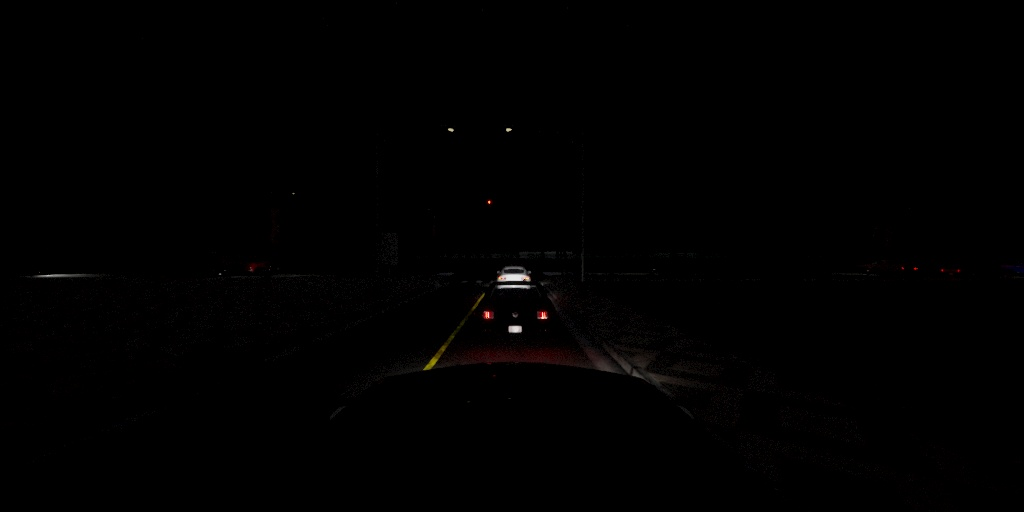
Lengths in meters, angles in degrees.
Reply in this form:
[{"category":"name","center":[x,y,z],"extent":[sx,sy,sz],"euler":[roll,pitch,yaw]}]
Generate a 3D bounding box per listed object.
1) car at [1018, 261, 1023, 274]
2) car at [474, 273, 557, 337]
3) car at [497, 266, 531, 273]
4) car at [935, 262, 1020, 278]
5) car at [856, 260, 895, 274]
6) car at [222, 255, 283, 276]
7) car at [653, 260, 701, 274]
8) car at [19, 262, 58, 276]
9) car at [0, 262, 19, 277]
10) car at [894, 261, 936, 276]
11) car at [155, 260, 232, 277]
[{"category":"car","center":[52.275,1.226,35.887],"extent":[5.008,1.535,1.882],"euler":[0,0,0]},{"category":"car","center":[0.108,1.348,10.237],"extent":[1.895,1.301,4.718],"euler":[0,0,1]},{"category":"car","center":[0.113,1.270,20.221],"extent":[1.812,1.442,4.674],"euler":[0,0,1]},{"category":"car","center":[42.296,1.365,32.672],"extent":[4.718,1.301,1.895],"euler":[0,0,1]},{"category":"car","center":[40.705,1.209,39.294],"extent":[5.008,1.535,1.882],"euler":[0,0,1]},{"category":"car","center":[-26.528,0.947,36.439],"extent":[5.566,2.045,2.150],"euler":[0,0,0]},{"category":"car","center":[18.155,1.222,39.528],"extent":[4.902,1.511,2.128],"euler":[0,0,0]},{"category":"car","center":[-48.827,1.255,36.152],"extent":[4.181,1.385,1.994],"euler":[0,0,-2]},{"category":"car","center":[-49.256,1.319,32.889],"extent":[4.718,1.301,1.895],"euler":[0,0,-3]},{"category":"car","center":[42.320,1.296,35.921],"extent":[5.357,1.411,2.033],"euler":[0,0,1]},{"category":"car","center":[-29.672,1.287,33.203],"extent":[5.357,1.411,2.033],"euler":[0,0,0]}]
